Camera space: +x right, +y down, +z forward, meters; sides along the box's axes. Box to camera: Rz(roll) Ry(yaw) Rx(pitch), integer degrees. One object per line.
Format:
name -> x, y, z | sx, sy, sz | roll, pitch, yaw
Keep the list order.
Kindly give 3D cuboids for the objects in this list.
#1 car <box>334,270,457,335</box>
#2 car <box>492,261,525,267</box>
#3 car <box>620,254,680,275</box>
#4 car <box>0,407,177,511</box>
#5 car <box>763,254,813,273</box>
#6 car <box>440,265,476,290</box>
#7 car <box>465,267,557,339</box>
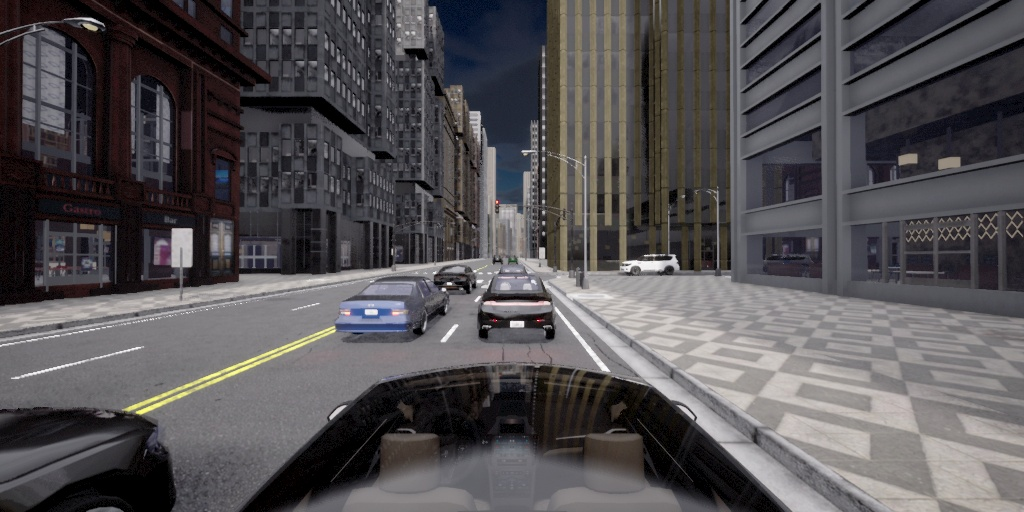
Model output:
car -> -3.129, 1.296, 10.496 | 2.033, 1.411, 5.357 | 0, 0, 0
car -> 0.046, 1.232, 19.505 | 2.128, 1.511, 4.902 | 0, 0, 0
car -> 13.738, 0.873, 35.831 | 5.566, 2.045, 2.150 | 0, 0, 0
car -> -3.151, 1.241, 0.351 | 2.128, 1.511, 4.902 | 0, 0, 0
car -> 26.818, 0.820, 35.830 | 5.566, 2.045, 2.150 | 0, 0, 0
car -> -3.101, 1.218, 20.265 | 1.882, 1.535, 5.008 | 0, 0, 0
car -> 0.120, 1.241, 10.075 | 2.128, 1.511, 4.902 | 0, 0, 0
